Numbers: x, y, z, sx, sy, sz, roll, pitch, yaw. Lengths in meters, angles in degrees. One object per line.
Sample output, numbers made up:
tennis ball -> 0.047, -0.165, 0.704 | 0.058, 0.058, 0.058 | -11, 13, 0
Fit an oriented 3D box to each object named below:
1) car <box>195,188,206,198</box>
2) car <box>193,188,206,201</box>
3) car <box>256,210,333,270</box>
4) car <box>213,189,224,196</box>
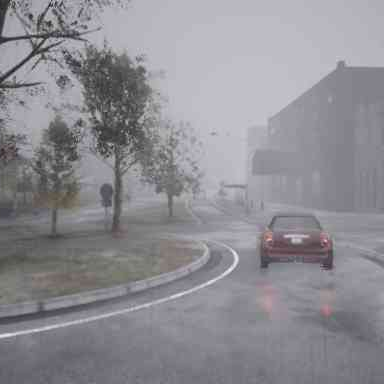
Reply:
car -> 1.856, 0.205, 71.317 | 2.150, 2.045, 5.566 | 0, 1, 5
car -> 1.335, 0.534, 60.572 | 2.150, 2.045, 5.566 | 0, 1, 3
car -> 3.383, 1.445, 11.683 | 2.097, 1.767, 4.553 | 0, -1, 10
car -> 6.848, 0.399, 89.842 | 2.097, 1.535, 5.008 | 0, 1, 7
